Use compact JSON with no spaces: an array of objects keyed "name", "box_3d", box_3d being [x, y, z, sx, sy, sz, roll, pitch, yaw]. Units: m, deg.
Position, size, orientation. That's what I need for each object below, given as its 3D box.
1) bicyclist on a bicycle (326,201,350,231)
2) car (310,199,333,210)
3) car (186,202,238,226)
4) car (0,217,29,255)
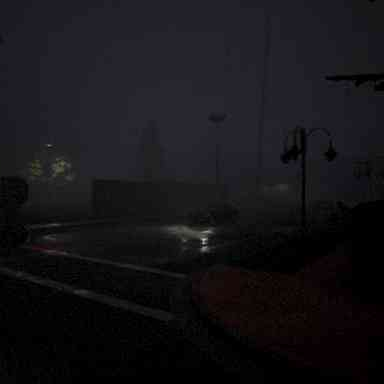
[{"name":"bicyclist on a bicycle","box_3d":[8.144,1.337,18.038,1.656,1.620,0.582,0,0,36]},{"name":"car","box_3d":[16.917,1.637,43.551,1.994,1.385,4.181,0,0,6]},{"name":"car","box_3d":[1.573,1.524,24.264,1.882,1.535,5.008,0,0,36]},{"name":"car","box_3d":[-8.415,1.526,11.667,4.902,1.511,2.128,0,0,-41]}]
